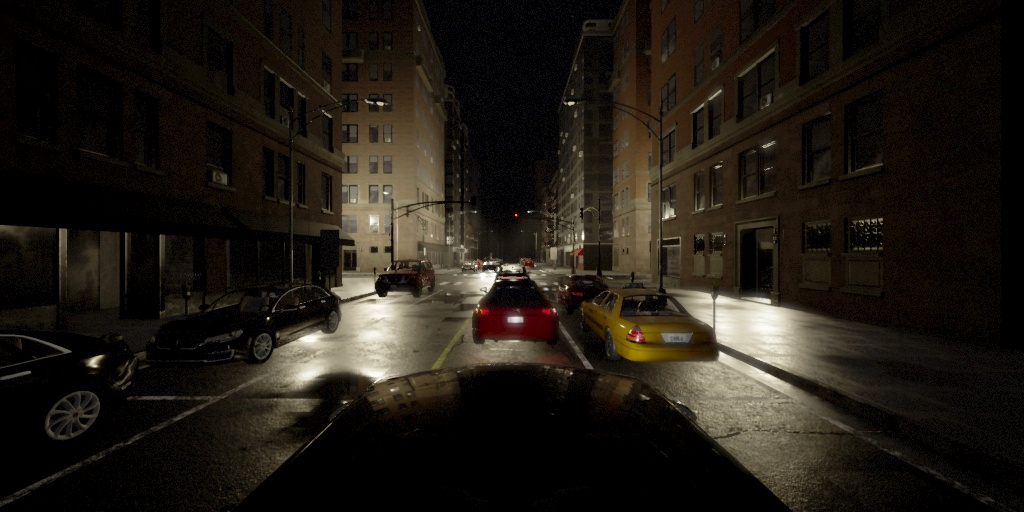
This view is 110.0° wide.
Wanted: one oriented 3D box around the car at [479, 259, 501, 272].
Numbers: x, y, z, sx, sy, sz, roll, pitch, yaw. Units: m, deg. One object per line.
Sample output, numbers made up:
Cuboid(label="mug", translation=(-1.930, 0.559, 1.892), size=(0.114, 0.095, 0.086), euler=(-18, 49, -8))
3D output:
Cuboid(label="car", translation=(-2.762, 1.344, 45.347), size=(1.895, 1.301, 4.718), euler=(0, 0, 0))

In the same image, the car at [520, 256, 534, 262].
Cuboid(label="car", translation=(2.757, 1.176, 61.541), size=(1.967, 1.591, 4.097), euler=(0, 0, 0))

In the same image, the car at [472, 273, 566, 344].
Cuboid(label="car", translation=(0.082, 1.313, 9.571), size=(1.994, 1.385, 4.181), euler=(0, 0, 0))

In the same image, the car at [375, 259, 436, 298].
Cuboid(label="car", translation=(-5.355, 1.062, 18.739), size=(2.192, 1.841, 5.009), euler=(0, 0, 0))

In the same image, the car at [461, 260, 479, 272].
Cuboid(label="car", translation=(-5.301, 1.293, 45.203), size=(2.007, 1.370, 4.403), euler=(0, 0, 0))

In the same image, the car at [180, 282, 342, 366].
Cuboid(label="car", translation=(-5.377, 1.300, 7.914), size=(2.007, 1.370, 4.403), euler=(0, 0, 0))

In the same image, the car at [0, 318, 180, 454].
Cuboid(label="car", translation=(-5.388, 1.300, 2.501), size=(2.007, 1.370, 4.403), euler=(0, 0, 0))

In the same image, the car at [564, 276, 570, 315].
Cuboid(label="car", translation=(2.659, 1.330, 13.301), size=(1.802, 1.307, 4.207), euler=(0, 0, 0))

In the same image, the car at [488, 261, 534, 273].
Cuboid(label="car", translation=(0.035, 1.239, 19.440), size=(2.128, 1.511, 4.902), euler=(0, 0, 0))

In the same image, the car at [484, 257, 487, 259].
Cuboid(label="car", translation=(-5.279, 1.264, 55.941), size=(1.751, 1.417, 4.829), euler=(0, 0, 0))

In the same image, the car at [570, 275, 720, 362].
Cuboid(label="car", translation=(2.648, 1.275, 8.059), size=(1.751, 1.417, 4.829), euler=(0, 0, 0))

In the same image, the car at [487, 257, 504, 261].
Cuboid(label="car", translation=(-2.726, 1.231, 57.035), size=(2.128, 1.511, 4.902), euler=(0, 0, 0))
